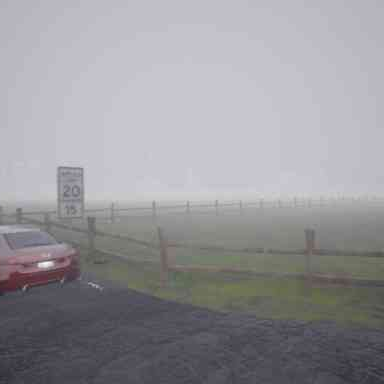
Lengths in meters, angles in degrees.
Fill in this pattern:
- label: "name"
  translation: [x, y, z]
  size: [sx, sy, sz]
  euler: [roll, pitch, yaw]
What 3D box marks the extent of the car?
- label: "car"
  translation: [-4.643, 1.540, 8.600]
  size: [4.181, 1.385, 1.994]
  euler: [0, 0, 43]
